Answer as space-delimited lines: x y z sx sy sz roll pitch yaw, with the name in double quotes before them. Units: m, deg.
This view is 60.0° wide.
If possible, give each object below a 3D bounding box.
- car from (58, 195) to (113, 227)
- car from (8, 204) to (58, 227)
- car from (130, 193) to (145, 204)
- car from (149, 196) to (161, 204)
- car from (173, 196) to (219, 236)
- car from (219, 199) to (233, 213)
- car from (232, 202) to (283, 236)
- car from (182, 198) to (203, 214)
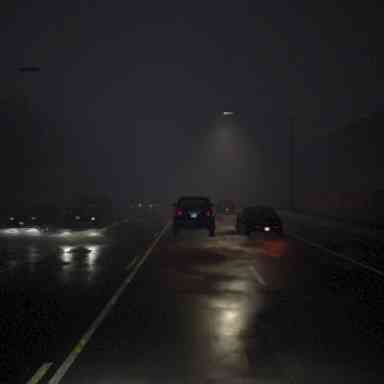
"car" -7.105 1.235 23.409 2.150 2.045 5.566 0 0 0
"car" -10.606 1.561 23.334 2.033 1.411 5.357 0 0 0
"car" -10.523 1.270 64.338 2.150 2.045 5.566 0 0 0
"car" -7.035 1.547 63.993 1.837 1.490 4.892 0 0 0
"car" 0.095 1.233 18.777 2.150 2.045 5.566 0 0 0
"car" 3.592 1.527 36.470 1.837 1.490 4.892 0 0 0
"car" 3.596 1.516 18.354 1.837 1.490 4.892 0 0 0
"car" 0.092 1.514 36.411 2.128 1.511 4.902 0 0 0
